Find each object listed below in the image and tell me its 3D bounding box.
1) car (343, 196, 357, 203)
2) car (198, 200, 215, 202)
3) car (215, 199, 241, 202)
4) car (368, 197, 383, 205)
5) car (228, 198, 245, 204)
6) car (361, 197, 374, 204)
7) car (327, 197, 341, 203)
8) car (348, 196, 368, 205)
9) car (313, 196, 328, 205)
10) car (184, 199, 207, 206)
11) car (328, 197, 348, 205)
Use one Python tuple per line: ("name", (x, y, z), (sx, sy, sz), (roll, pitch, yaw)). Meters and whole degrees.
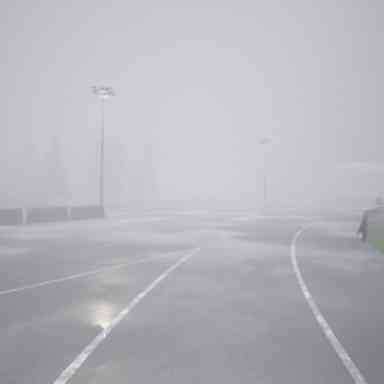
("car", (35.567, 1.759, 74.742), (1.837, 1.490, 4.892), (-1, -1, 37))
("car", (3.555, 1.827, 61.423), (1.882, 1.535, 5.008), (-1, -1, 37))
("car", (6.535, 1.847, 59.572), (1.812, 1.442, 4.674), (-1, -1, 37))
("car", (34.878, 1.722, 62.208), (1.837, 1.490, 4.892), (-1, -1, 37))
("car", (10.165, 2.042, 75.941), (1.895, 1.301, 4.718), (-1, -1, 37))
("car", (38.360, 1.753, 72.634), (1.812, 1.442, 4.674), (-1, -1, 37))
("car", (32.773, 1.841, 76.850), (1.994, 1.385, 4.181), (-1, -1, 37))
("car", (32.335, 1.807, 64.648), (1.994, 1.385, 4.181), (-1, -1, 37))
("car", (26.709, 1.668, 68.816), (2.097, 1.767, 4.553), (-1, -1, 37))
("car", (0.679, 1.979, 63.397), (1.895, 1.301, 4.718), (-1, -1, 37))
("car", (29.290, 1.781, 66.424), (1.837, 1.490, 4.892), (-1, -1, 37))
